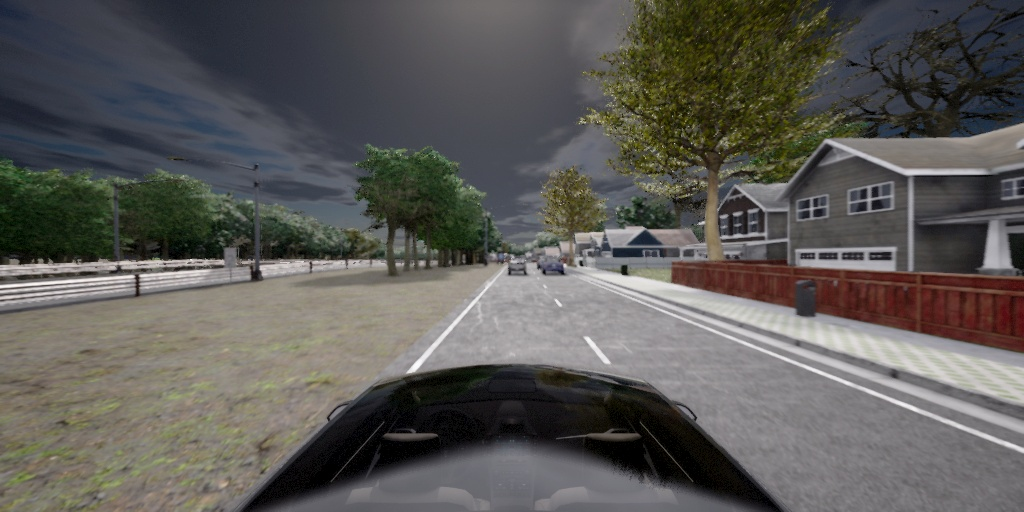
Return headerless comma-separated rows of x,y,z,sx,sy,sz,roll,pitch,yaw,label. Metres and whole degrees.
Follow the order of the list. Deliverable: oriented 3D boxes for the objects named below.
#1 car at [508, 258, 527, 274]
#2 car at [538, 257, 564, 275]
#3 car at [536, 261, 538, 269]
0.537,1.039,36.273,2.128,1.511,4.902,0,0,1,car
4.036,0.901,36.325,2.097,1.767,4.553,0,0,1,car
4.271,1.070,48.613,1.895,1.301,4.718,0,0,2,car
